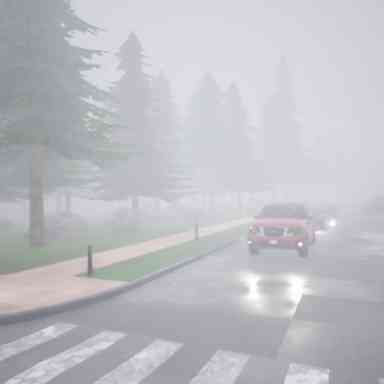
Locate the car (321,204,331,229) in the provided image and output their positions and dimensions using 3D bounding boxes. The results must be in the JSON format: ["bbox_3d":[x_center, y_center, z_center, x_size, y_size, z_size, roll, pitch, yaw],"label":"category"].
[{"bbox_3d":[8.342,1.800,23.343,1.994,1.385,4.181,-2,-1,26],"label":"car"}]

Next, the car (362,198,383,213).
[{"bbox_3d":[21.066,1.709,38.613,1.994,1.385,4.181,-2,-1,35],"label":"car"}]

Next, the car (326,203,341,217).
[{"bbox_3d":[14.141,1.854,34.437,1.895,1.301,4.718,-2,-1,31],"label":"car"}]

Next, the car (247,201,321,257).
[{"bbox_3d":[4.072,1.434,14.418,2.150,2.045,5.566,-2,-1,25],"label":"car"}]

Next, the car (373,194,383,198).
[{"bbox_3d":[26.892,1.340,46.746,2.150,2.045,5.566,-2,-1,40],"label":"car"}]
